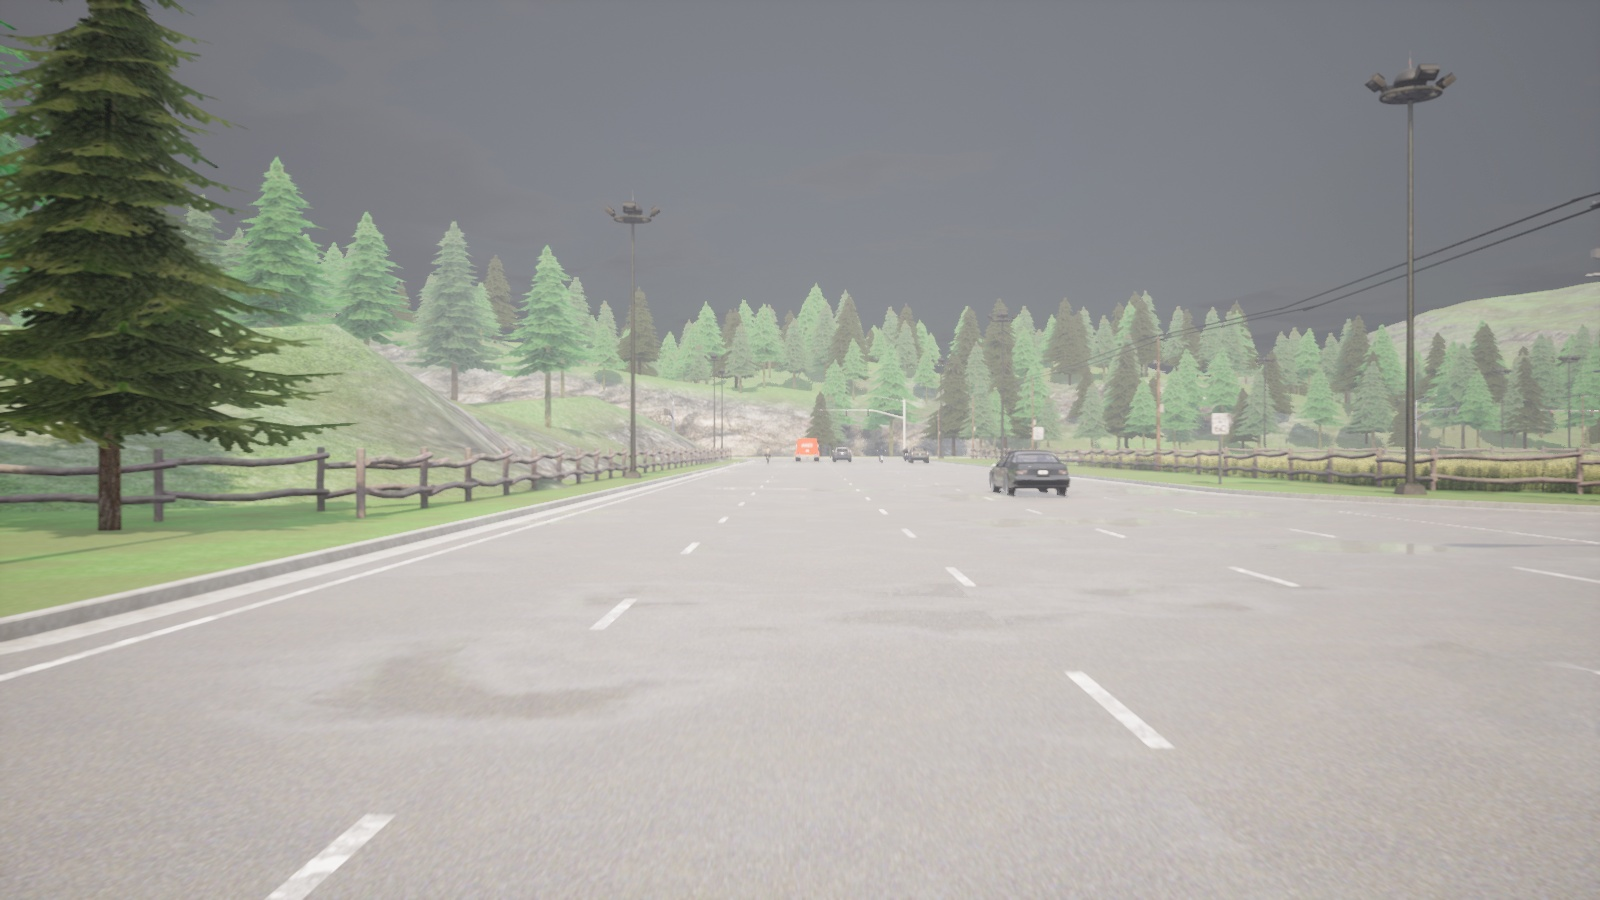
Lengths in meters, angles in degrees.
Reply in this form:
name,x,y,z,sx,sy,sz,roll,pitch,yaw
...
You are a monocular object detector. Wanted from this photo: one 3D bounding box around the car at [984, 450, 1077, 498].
name,x,y,z,sx,sy,sz,roll,pitch,yaw
car,7.245,0.723,40.022,2.033,1.411,5.357,0,0,0
